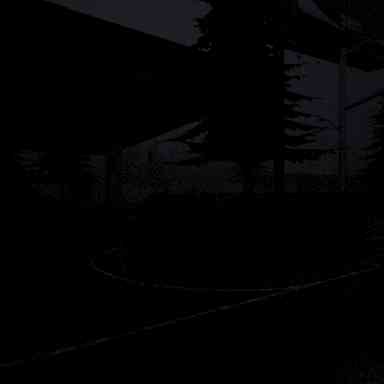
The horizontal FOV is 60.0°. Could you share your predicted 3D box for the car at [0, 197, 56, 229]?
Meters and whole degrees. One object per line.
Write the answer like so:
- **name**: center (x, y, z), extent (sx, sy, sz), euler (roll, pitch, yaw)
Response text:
- **car**: center (-11.854, 1.313, 23.546), extent (3.866, 1.878, 1.905), euler (0, 0, -36)
